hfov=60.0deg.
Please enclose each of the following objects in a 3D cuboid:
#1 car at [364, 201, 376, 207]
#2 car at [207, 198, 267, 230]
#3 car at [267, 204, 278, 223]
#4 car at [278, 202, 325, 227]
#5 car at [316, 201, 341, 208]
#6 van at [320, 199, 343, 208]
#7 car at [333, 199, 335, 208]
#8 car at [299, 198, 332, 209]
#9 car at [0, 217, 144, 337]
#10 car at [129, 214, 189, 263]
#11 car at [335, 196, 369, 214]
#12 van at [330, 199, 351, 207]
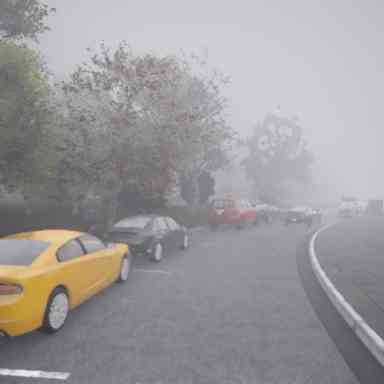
[{"bbox_3d":[42.266,2.826,78.994,1.837,1.490,4.892,-1,-2,36],"label":"car"},{"bbox_3d":[3.010,1.433,23.094,2.435,2.045,5.566,-1,-1,29],"label":"car"},{"bbox_3d":[6.231,1.732,28.148,2.097,1.535,5.008,-1,-1,35],"label":"car"},{"bbox_3d":[8.082,1.680,24.231,1.812,1.442,4.674,-1,-1,32],"label":"car"},{"bbox_3d":[29.915,2.730,72.897,4.792,1.488,2.163,-1,-2,16],"label":"car"},{"bbox_3d":[31.555,2.533,75.307,4.442,1.987,1.878,-1,-2,16],"label":"van"},{"bbox_3d":[28.243,2.518,70.503,4.553,1.767,2.185,-2,-2,16],"label":"car"},{"bbox_3d":[23.059,2.229,63.360,5.566,2.045,2.435,-1,-2,16],"label":"car"},{"bbox_3d":[-2.869,1.536,7.023,2.097,1.535,5.008,0,0,9],"label":"car"},{"bbox_3d":[-1.547,1.597,12.609,2.231,1.521,4.892,0,-1,17],"label":"car"},{"bbox_3d":[18.882,1.518,38.795,2.150,2.045,5.566,-2,-2,39],"label":"car"},{"bbox_3d":[36.737,2.709,82.462,4.442,1.987,1.878,-1,-2,16],"label":"van"}]
